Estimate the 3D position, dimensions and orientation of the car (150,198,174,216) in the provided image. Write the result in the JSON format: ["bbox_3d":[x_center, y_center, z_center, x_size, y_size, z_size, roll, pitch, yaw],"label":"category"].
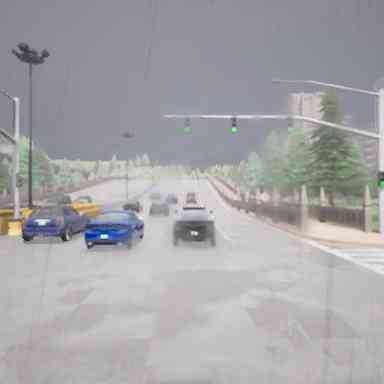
[{"bbox_3d":[-3.414,1.758,35.802,2.128,1.511,4.902,0,0,0],"label":"car"}]

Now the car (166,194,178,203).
[{"bbox_3d":[-3.592,1.075,59.038,2.097,1.767,4.553,0,4,0],"label":"car"}]

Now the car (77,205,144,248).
[{"bbox_3d":[-3.401,1.592,15.358,1.882,1.535,5.008,0,0,0],"label":"car"}]

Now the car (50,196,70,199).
[{"bbox_3d":[-17.545,1.510,43.807,2.150,2.045,5.566,0,0,0],"label":"car"}]

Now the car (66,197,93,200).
[{"bbox_3d":[-14.039,1.773,42.727,1.882,1.535,5.008,0,0,0],"label":"car"}]

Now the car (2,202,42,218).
[{"bbox_3d":[-17.502,1.821,34.553,1.994,1.385,4.181,0,0,0],"label":"car"}]

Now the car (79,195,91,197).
[{"bbox_3d":[-17.602,1.357,54.010,2.097,1.767,4.553,0,3,0],"label":"car"}]

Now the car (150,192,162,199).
[{"bbox_3d":[-7.168,0.736,65.897,1.994,1.385,4.181,0,5,0],"label":"car"}]

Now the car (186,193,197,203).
[{"bbox_3d":[-0.126,1.373,58.316,1.895,1.301,4.718,0,4,0],"label":"car"}]

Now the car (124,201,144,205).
[{"bbox_3d":[-6.926,1.796,39.267,1.837,1.490,4.892,0,0,0],"label":"car"}]

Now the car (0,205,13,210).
[{"bbox_3d":[-14.059,1.669,23.832,2.128,1.511,4.902,0,0,-1],"label":"car"}]

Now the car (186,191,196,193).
[{"bbox_3d":[-0.178,0.498,67.710,2.128,1.511,4.902,0,6,0],"label":"car"}]

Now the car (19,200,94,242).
[{"bbox_3d":[-6.902,1.482,17.436,2.097,1.767,4.553,0,0,0],"label":"car"}]

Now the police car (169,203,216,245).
[{"bbox_3d":[0.099,1.548,16.443,1.930,1.638,5.238,0,0,0],"label":"police car"}]
